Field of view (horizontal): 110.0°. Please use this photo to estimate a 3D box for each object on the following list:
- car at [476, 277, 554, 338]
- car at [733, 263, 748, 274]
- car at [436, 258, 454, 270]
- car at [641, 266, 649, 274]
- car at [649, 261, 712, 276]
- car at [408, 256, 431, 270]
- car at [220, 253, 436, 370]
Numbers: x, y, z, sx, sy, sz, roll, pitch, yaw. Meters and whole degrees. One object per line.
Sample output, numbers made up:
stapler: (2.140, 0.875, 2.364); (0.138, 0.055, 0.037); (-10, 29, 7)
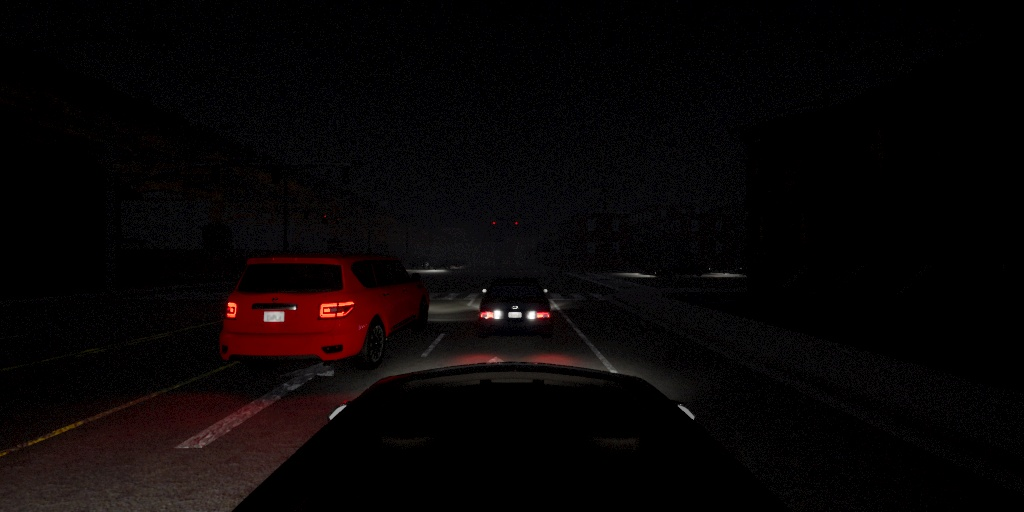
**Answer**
car: (0.081, 1.297, 10.130); (2.033, 1.411, 5.357); (0, 0, 0)
car: (26.948, 1.255, 39.387); (4.892, 1.490, 1.837); (0, 0, 0)
car: (-10.582, 1.242, 53.970); (2.128, 1.511, 4.902); (0, 0, 0)
car: (17.097, 1.297, 39.380); (5.357, 1.411, 2.033); (0, 0, 2)
car: (16.992, 1.297, 35.895); (5.357, 1.411, 2.033); (0, 0, 0)
car: (-14.084, 0.973, 55.061); (2.150, 2.045, 5.566); (0, 0, 0)
car: (-3.427, 0.971, 7.877); (2.150, 2.045, 5.566); (0, 0, 0)
